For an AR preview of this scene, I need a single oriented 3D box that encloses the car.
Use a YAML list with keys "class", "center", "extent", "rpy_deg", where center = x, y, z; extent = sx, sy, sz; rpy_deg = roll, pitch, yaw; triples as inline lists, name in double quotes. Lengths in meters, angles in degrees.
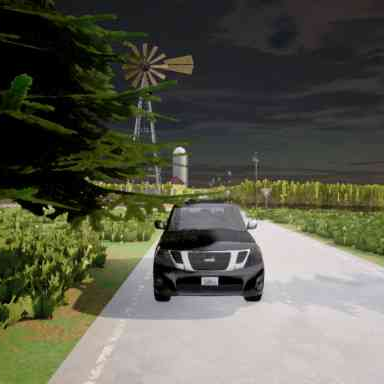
- class: "car"
  center: [0.330, 1.221, 8.638]
  extent: [2.150, 2.045, 5.566]
  rpy_deg: [0, 0, 0]
